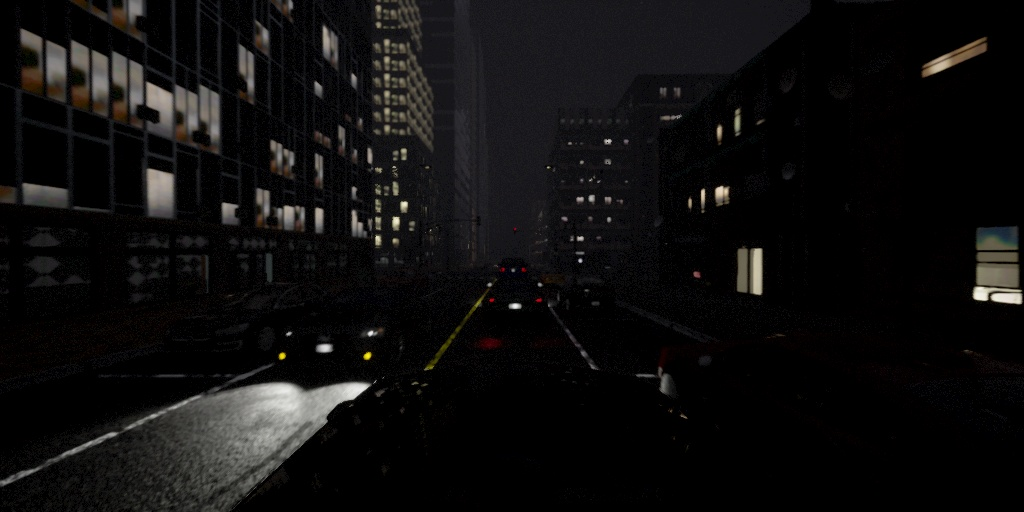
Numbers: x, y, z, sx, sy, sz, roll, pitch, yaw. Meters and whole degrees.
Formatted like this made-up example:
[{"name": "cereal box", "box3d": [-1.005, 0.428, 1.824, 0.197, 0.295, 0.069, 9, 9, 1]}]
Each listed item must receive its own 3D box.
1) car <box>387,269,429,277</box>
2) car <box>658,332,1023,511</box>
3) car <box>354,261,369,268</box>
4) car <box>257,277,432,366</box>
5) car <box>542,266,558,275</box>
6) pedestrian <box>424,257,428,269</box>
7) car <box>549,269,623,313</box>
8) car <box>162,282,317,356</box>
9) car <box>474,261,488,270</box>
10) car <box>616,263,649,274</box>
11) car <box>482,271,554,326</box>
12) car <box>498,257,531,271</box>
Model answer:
[{"name": "car", "box3d": [-5.820, 1.400, 19.923, 1.888, 1.381, 4.507, 0, 0, 0]}, {"name": "car", "box3d": [2.757, 1.302, 2.932, 1.888, 1.381, 4.507, 0, 0, 0]}, {"name": "car", "box3d": [-21.663, 1.313, 49.149, 4.829, 1.417, 1.751, 0, 0, 1]}, {"name": "car", "box3d": [-3.099, 1.350, 7.914, 1.994, 1.385, 4.181, 0, 0, 0]}, {"name": "car", "box3d": [2.821, 1.412, 25.679, 1.751, 1.417, 4.829, 0, 0, 0]}, {"name": "pedestrian", "box3d": [-12.544, 0.973, 51.990, 0.375, 1.860, 0.375, 0, 0, 1]}, {"name": "car", "box3d": [2.820, 1.372, 14.220, 2.007, 1.370, 4.403, 0, 0, 0]}, {"name": "car", "box3d": [-5.794, 1.341, 8.634, 2.007, 1.370, 4.403, 0, 0, 0]}, {"name": "car", "box3d": [-5.686, 1.636, 63.294, 1.751, 1.417, 4.829, 0, 0, 0]}, {"name": "car", "box3d": [16.312, 1.653, 48.646, 4.403, 1.370, 2.007, 0, 0, 1]}, {"name": "car", "box3d": [0.094, 1.372, 11.907, 1.994, 1.385, 4.181, 0, 0, 0]}, {"name": "car", "box3d": [0.095, 1.119, 27.626, 2.150, 2.045, 5.566, 0, -1, 0]}]
